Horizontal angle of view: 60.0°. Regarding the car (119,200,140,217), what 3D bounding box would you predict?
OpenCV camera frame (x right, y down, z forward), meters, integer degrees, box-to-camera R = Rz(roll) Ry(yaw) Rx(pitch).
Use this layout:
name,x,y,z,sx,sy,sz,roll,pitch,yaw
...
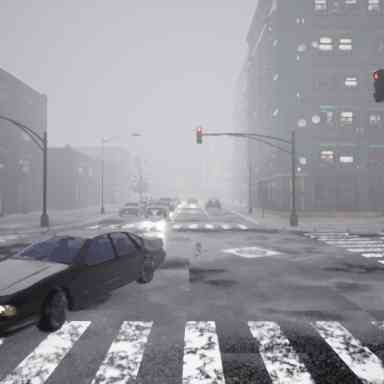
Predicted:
name,x,y,z,sx,sy,sz,roll,pitch,yaw
car,-5.735,1.545,31.723,1.887,1.381,4.507,1,0,0

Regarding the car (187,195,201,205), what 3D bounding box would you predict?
name,x,y,z,sx,sy,sz,roll,pitch,yaw
car,0.129,1.564,59.974,1.994,1.385,4.181,0,0,0

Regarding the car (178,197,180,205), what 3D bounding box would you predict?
name,x,y,z,sx,sy,sz,roll,pitch,yaw
car,-3.065,1.526,47.884,1.812,1.442,4.674,0,0,0

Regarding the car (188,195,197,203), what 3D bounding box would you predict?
name,x,y,z,sx,sy,sz,roll,pitch,yaw
car,0.120,1.479,69.939,1.882,1.535,5.008,0,0,0

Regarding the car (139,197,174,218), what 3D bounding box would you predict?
name,x,y,z,sx,sy,sz,roll,pitch,yaw
car,-3.081,1.492,29.870,2.128,1.511,4.902,0,0,0

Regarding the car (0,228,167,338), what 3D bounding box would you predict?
name,x,y,z,sx,sy,sz,roll,pitch,yaw
car,-2.401,1.548,7.249,2.033,1.411,5.357,0,0,21

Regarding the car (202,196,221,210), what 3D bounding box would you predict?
name,x,y,z,sx,sy,sz,roll,pitch,yaw
car,2.730,1.440,43.148,1.967,1.590,4.097,1,0,0

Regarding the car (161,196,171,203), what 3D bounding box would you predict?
name,x,y,z,sx,sy,sz,roll,pitch,yaw
car,-5.637,1.583,71.525,1.802,1.307,4.206,1,0,0

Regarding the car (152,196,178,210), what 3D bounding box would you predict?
name,x,y,z,sx,sy,sz,roll,pitch,yaw
car,-3.074,1.352,38.889,2.097,1.767,4.553,0,0,0
